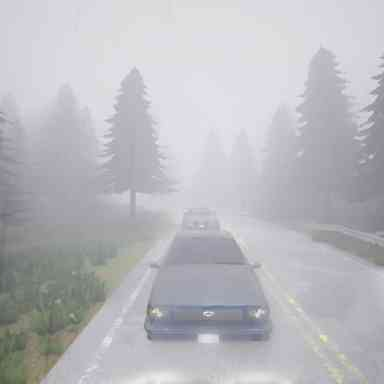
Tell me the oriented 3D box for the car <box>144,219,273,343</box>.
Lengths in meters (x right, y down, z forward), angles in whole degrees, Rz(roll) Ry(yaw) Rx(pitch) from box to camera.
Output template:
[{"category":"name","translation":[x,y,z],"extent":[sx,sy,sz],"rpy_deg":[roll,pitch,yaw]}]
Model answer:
[{"category":"car","translation":[0.266,1.557,7.071],"extent":[2.033,1.411,5.357],"rpy_deg":[0,0,1]}]

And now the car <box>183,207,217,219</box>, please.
[{"category":"car","translation":[0.438,1.584,19.156],"extent":[1.994,1.385,4.181],"rpy_deg":[0,0,-2]}]
